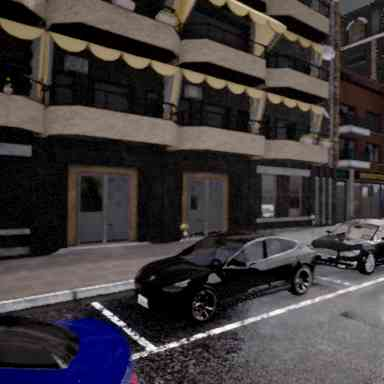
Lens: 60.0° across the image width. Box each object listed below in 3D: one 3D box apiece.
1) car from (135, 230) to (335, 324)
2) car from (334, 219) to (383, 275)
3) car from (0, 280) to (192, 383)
[{"bbox_3d":[0.904,1.571,7.188,4.313,1.339,1.947,0,1,-35],"label":"car"},{"bbox_3d":[5.439,1.563,10.421,4.403,1.369,2.008,0,1,-35],"label":"car"},{"bbox_3d":[-2.449,1.524,1.629,4.674,1.442,1.812,0,0,-35],"label":"car"}]
